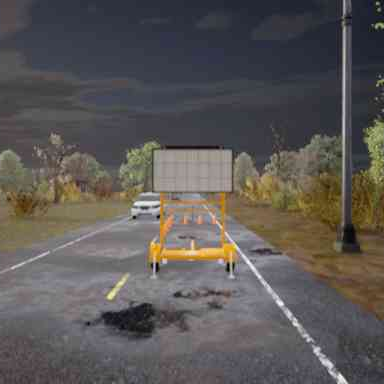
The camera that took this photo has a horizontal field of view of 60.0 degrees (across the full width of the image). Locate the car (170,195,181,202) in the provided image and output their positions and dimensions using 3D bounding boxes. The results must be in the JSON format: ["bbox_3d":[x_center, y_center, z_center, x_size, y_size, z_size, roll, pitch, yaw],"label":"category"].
[{"bbox_3d":[-3.353,1.320,68.105,1.895,1.301,4.718,0,0,0],"label":"car"}]

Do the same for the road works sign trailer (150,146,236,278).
[{"bbox_3d":[0.024,0.432,9.985,2.380,3.560,2.880,0,0,0],"label":"road works sign trailer"}]

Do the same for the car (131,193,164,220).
[{"bbox_3d":[-3.539,1.125,27.658,2.150,2.045,5.566,0,0,0],"label":"car"}]
